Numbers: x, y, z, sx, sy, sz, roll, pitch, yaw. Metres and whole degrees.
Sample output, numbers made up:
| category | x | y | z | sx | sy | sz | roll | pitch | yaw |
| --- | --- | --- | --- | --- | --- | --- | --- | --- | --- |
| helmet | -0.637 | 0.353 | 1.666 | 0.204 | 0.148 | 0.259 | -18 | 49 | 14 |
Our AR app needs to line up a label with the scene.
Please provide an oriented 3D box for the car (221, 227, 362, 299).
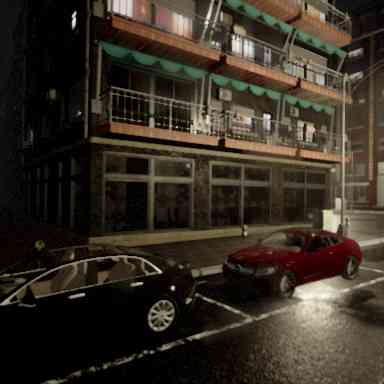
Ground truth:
| category | x | y | z | sx | sy | sz | roll | pitch | yaw |
| --- | --- | --- | --- | --- | --- | --- | --- | --- | --- |
| car | 2.670 | 1.584 | 8.411 | 4.206 | 1.307 | 1.802 | 0 | 1 | -36 |

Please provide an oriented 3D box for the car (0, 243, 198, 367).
| category | x | y | z | sx | sy | sz | roll | pitch | yaw |
| --- | --- | --- | --- | --- | --- | --- | --- | --- | --- |
| car | -1.957 | 1.551 | 5.106 | 4.403 | 1.369 | 2.008 | 0 | 1 | -36 |
